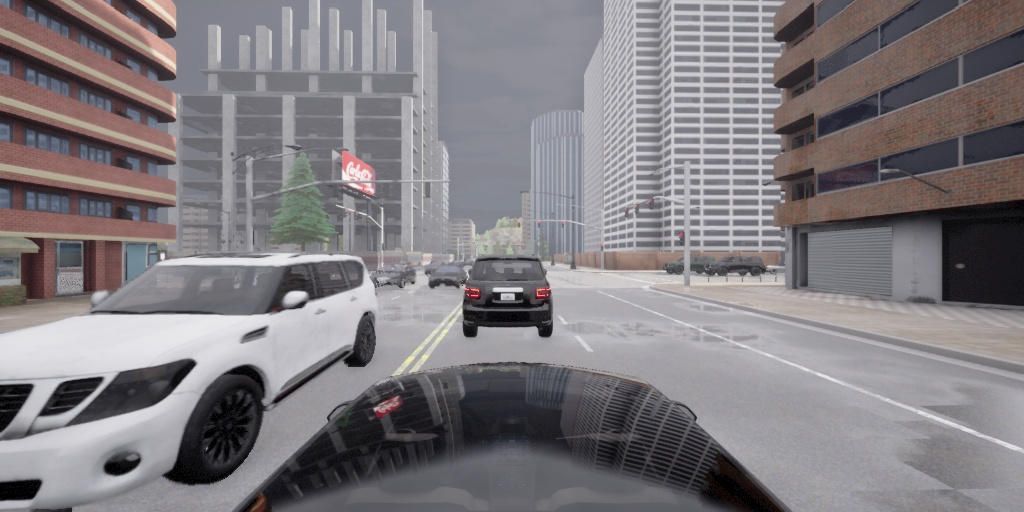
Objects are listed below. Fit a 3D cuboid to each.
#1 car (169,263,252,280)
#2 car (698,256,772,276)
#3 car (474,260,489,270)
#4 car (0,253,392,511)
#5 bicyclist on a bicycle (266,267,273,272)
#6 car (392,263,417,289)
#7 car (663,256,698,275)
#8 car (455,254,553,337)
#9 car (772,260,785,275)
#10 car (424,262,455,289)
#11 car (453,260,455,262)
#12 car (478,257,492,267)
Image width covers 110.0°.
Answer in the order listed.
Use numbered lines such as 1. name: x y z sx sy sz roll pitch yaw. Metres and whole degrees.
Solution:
1. car: -25.618 1.297 30.627 5.357 1.411 2.033 0 0 -1
2. car: 22.003 0.971 35.555 5.566 2.045 2.150 0 0 -2
3. car: -4.655 1.314 54.631 1.994 1.385 4.181 0 0 -1
4. car: -3.654 0.970 4.977 2.150 2.045 5.566 0 0 -2
5. bicyclist on a bicycle: -28.696 1.051 42.535 0.582 1.620 1.656 0 0 -1
6. car: -7.524 1.242 23.250 2.128 1.511 4.902 0 0 -1
7. car: 19.393 0.972 38.985 5.566 2.045 2.150 0 0 -1
8. car: -0.118 0.971 10.407 2.150 2.045 5.566 0 0 -1
9. car: 29.523 1.351 39.234 4.718 1.301 1.895 0 0 -1
10. car: -4.022 1.297 23.169 2.033 1.411 5.357 0 0 -1
11. car: -8.101 1.314 51.801 1.994 1.385 4.181 0 0 -1
12. car: -4.816 1.102 64.321 2.097 1.767 4.553 0 0 -1
